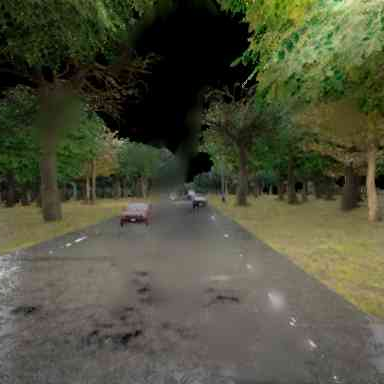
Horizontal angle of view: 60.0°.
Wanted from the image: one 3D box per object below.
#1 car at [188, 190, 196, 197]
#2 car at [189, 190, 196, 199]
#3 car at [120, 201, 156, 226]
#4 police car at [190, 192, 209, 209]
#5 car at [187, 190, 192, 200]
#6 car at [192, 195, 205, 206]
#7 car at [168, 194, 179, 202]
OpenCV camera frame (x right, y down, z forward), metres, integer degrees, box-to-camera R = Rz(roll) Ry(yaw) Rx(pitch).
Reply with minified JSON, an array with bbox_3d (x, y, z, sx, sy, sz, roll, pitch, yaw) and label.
[{"bbox_3d":[-0.068,0.338,94.539,2.150,2.045,5.566,0,0,0],"label":"car"},{"bbox_3d":[1.008,1.013,57.186,2.097,1.767,4.553,0,1,0],"label":"car"},{"bbox_3d":[-3.614,1.427,22.955,1.882,1.535,5.008,0,0,0],"label":"car"},{"bbox_3d":[1.020,1.238,41.324,1.930,1.638,5.238,0,0,0],"label":"police car"},{"bbox_3d":[-0.054,0.921,75.511,1.882,1.535,5.008,0,1,0],"label":"car"},{"bbox_3d":[1.013,1.200,51.216,1.882,1.535,5.008,0,1,0],"label":"car"},{"bbox_3d":[-3.568,1.083,64.139,2.128,1.511,4.902,0,1,0],"label":"car"}]
